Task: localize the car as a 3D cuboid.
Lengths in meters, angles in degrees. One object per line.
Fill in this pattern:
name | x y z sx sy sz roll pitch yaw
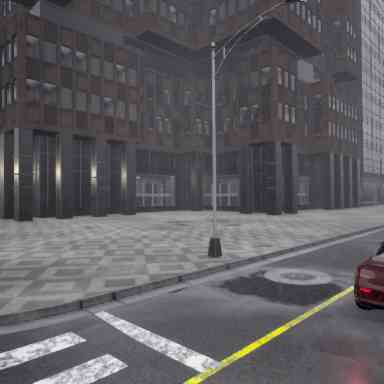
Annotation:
car | 4.838 1.535 6.820 1.812 1.442 4.674 -1 -1 44
